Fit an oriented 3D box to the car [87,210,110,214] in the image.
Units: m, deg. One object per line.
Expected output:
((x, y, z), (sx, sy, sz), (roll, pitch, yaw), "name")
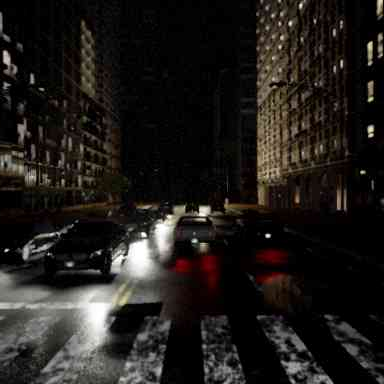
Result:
((-6.575, 1.960, 23.294), (1.895, 1.301, 4.718), (-1, -1, 0), "car")

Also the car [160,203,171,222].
((-3.289, 2.009, 30.738), (1.895, 1.301, 4.718), (-1, -1, 0), "car")

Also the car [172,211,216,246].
((0.113, 1.824, 16.483), (1.895, 1.301, 4.718), (-1, -1, 0), "car")

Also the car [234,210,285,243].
((3.364, 1.705, 17.151), (1.837, 1.490, 4.892), (-1, -1, 0), "car")

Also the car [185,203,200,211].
((0.052, 2.119, 44.028), (1.895, 1.301, 4.718), (-1, -1, 0), "car")

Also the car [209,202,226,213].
((3.300, 2.027, 43.245), (2.033, 1.411, 5.357), (-1, -1, 0), "car")

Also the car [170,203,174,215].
((-3.209, 2.067, 41.227), (2.033, 1.411, 5.357), (-1, -1, 0), "car")

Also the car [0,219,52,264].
((-6.593, 1.797, 13.157), (2.033, 1.411, 5.357), (-1, -1, 0), "car")

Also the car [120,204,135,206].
((-6.519, 1.975, 33.711), (1.837, 1.490, 4.892), (-1, -1, 1), "car")

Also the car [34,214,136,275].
((-3.341, 1.726, 11.411), (1.812, 1.442, 4.674), (-1, -1, 0), "car")

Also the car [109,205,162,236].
((-3.330, 1.792, 20.659), (2.128, 1.511, 4.902), (-1, -1, 0), "car")
